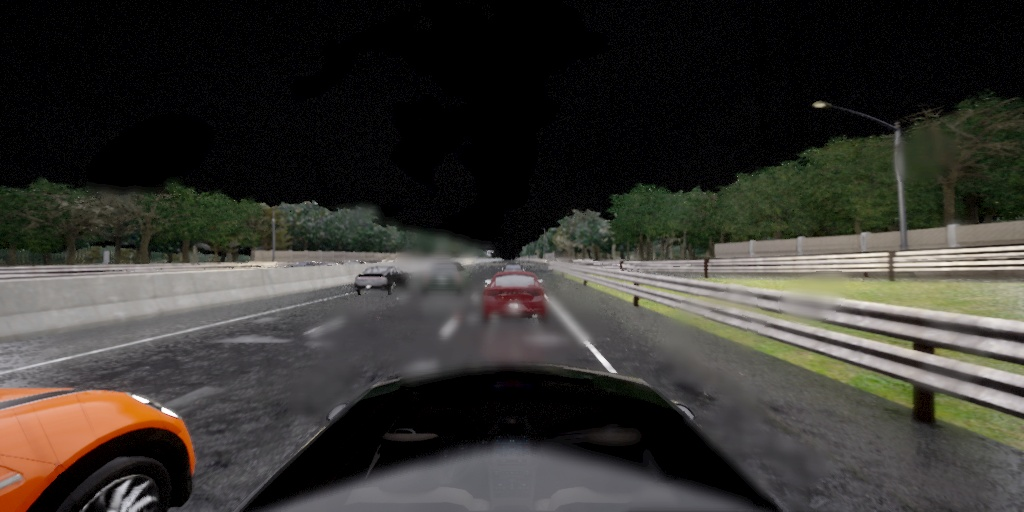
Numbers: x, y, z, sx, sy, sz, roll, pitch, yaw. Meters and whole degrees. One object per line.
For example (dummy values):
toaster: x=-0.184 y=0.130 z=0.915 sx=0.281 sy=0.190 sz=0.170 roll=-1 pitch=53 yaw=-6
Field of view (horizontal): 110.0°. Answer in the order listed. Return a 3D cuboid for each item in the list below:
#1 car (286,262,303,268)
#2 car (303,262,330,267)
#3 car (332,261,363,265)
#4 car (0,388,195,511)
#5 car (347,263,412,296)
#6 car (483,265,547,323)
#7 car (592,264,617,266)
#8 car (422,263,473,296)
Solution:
car: x=-24.530 y=1.385 z=42.349 sx=2.033 sy=1.411 sz=5.357 roll=0 pitch=0 yaw=0
car: x=-21.048 y=1.433 z=40.489 sx=1.895 sy=1.301 sz=4.718 roll=0 pitch=0 yaw=1
car: x=-17.555 y=1.337 z=39.582 sx=1.837 sy=1.490 sz=4.892 roll=0 pitch=-1 yaw=0
car: x=-3.401 y=1.100 z=0.749 sx=2.097 sy=1.767 sz=4.553 roll=0 pitch=0 yaw=0
car: x=-6.900 y=1.281 z=19.668 sx=2.128 sy=1.511 sz=4.902 roll=0 pitch=0 yaw=0
car: x=0.100 y=1.252 z=12.323 sx=1.882 sy=1.535 sz=5.008 roll=0 pitch=0 yaw=0
car: x=12.159 y=1.295 z=47.424 sx=1.994 sy=1.385 sz=4.181 roll=0 pitch=0 yaw=-20
car: x=-3.400 y=1.141 z=19.649 sx=2.097 sy=1.767 sz=4.553 roll=0 pitch=0 yaw=0
